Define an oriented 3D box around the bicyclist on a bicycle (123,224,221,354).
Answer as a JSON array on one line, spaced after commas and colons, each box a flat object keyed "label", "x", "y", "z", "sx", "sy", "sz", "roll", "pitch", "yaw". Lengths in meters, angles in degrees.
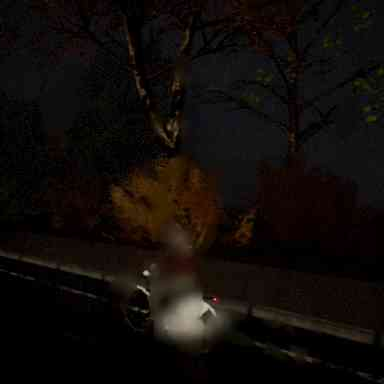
[{"label": "bicyclist on a bicycle", "x": -0.386, "y": 1.344, "z": 4.896, "sx": 1.843, "sy": 1.776, "sz": 0.659, "roll": 1, "pitch": 1, "yaw": 35}]
